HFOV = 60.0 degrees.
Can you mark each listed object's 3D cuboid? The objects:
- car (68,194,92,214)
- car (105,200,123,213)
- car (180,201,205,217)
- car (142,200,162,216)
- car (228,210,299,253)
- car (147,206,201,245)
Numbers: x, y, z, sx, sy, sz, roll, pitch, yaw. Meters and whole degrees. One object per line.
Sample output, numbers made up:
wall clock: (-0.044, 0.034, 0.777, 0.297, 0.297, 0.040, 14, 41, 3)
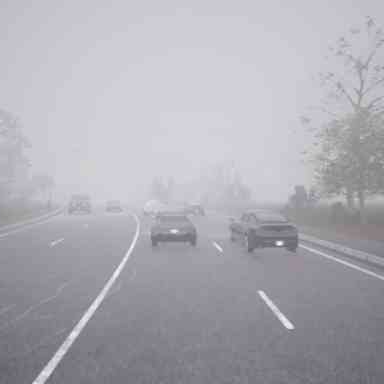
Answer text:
car: (-12.002, 1.260, 35.863, 2.150, 2.045, 5.566, 0, 0, -15)
car: (-8.994, 1.585, 38.191, 2.033, 1.411, 5.357, 0, 0, -16)
car: (-0.057, 1.549, 31.865, 1.812, 1.442, 4.674, 0, 0, -12)
car: (-3.877, 1.554, 32.927, 1.812, 1.442, 4.674, 0, 0, -13)
car: (2.786, 1.508, 13.826, 1.837, 1.490, 4.892, 0, 0, -5)
car: (-0.931, 1.576, 15.630, 1.994, 1.385, 4.181, 0, 0, -6)
